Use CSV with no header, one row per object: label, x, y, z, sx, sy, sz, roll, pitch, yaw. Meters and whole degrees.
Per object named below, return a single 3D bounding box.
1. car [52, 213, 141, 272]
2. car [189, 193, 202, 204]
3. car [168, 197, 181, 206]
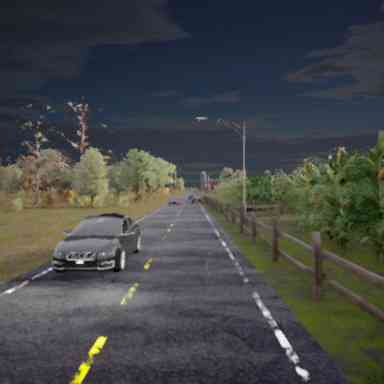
car,-2.836,1.502,10.826,1.837,1.490,4.892,0,0,0
car,0.920,1.273,63.492,2.097,1.767,4.553,0,0,1
car,-2.795,1.508,53.847,1.994,1.385,4.181,0,0,0
